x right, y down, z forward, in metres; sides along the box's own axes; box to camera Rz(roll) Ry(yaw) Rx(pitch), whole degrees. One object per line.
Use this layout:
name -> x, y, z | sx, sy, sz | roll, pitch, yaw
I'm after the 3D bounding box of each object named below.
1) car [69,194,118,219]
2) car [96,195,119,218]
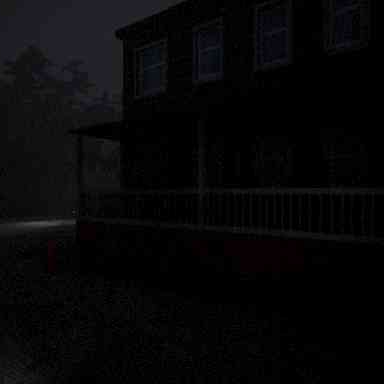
car -> -7.697, 1.221, 28.480 | 2.150, 2.045, 5.566 | 0, 0, 35
car -> -4.654, 1.351, 25.500 | 2.097, 1.767, 4.553 | 0, 0, 35
